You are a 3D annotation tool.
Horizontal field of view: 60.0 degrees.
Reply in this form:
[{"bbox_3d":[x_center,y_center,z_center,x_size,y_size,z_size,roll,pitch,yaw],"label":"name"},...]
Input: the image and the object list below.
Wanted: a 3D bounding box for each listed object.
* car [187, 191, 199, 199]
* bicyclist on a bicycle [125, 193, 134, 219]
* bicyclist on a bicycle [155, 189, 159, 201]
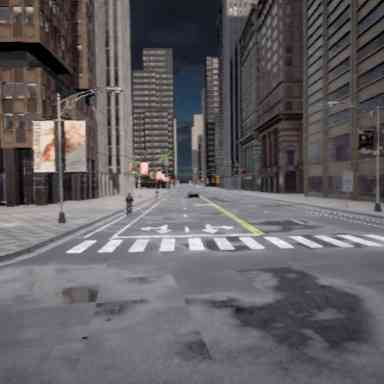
[{"bbox_3d":[0.178,0.442,54.901,1.895,1.301,4.718,-1,1,-2],"label":"car"},{"bbox_3d":[-4.364,0.939,23.007,0.659,1.776,1.843,-1,1,-2],"label":"bicyclist on a bicycle"},{"bbox_3d":[-5.138,0.417,48.604,0.659,1.776,1.843,-1,1,-2],"label":"bicyclist on a bicycle"}]
